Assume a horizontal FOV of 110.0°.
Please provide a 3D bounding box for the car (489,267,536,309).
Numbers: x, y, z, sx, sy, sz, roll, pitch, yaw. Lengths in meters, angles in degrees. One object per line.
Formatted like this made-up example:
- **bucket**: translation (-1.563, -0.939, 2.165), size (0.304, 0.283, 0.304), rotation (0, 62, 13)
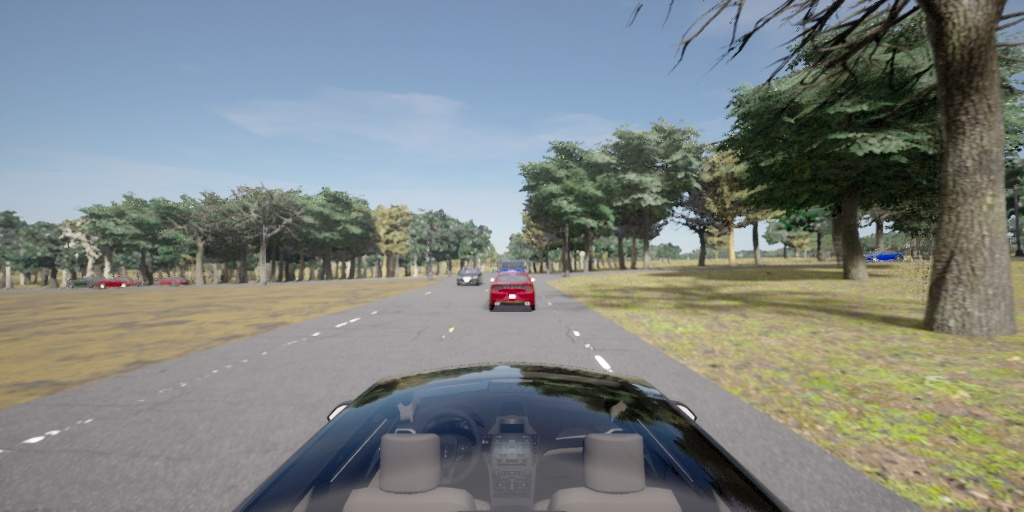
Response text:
- **car**: translation (0.034, 1.435, 16.165), size (1.882, 1.535, 5.008), rotation (0, -1, 0)

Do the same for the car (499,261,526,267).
- **car**: translation (0.026, 1.435, 29.510), size (2.150, 2.045, 5.566), rotation (0, -1, 0)

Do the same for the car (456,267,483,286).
- **car**: translation (-3.509, 1.721, 30.473), size (2.128, 1.511, 4.902), rotation (0, -1, 0)
